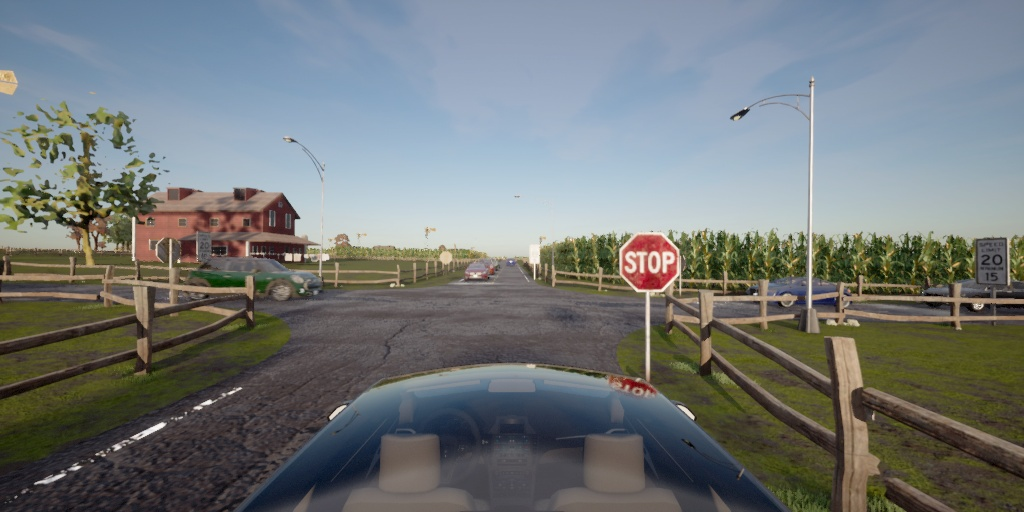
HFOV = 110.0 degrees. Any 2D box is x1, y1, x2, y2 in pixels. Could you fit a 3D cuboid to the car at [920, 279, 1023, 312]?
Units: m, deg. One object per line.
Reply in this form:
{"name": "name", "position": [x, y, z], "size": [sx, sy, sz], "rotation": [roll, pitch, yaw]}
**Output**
{"name": "car", "position": [22.495, 1.829, 17.048], "size": [4.892, 1.490, 1.837], "rotation": [1, -1, 0]}

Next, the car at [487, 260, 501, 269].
{"name": "car", "position": [-2.879, 1.368, 58.601], "size": [1.994, 1.385, 4.181], "rotation": [0, 0, 0]}

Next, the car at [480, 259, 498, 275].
{"name": "car", "position": [-2.920, 1.130, 39.058], "size": [2.097, 1.767, 4.553], "rotation": [0, 0, 0]}

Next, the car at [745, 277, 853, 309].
{"name": "car", "position": [13.571, 1.682, 17.107], "size": [4.181, 1.385, 1.994], "rotation": [1, -1, -2]}

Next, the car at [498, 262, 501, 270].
{"name": "car", "position": [-2.926, 1.143, 48.748], "size": [2.097, 1.767, 4.553], "rotation": [0, 0, 0]}

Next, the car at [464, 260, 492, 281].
{"name": "car", "position": [-2.875, 1.294, 30.019], "size": [1.812, 1.442, 4.674], "rotation": [0, 0, -1]}

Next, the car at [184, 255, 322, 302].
{"name": "car", "position": [-10.409, 0.878, 14.738], "size": [4.553, 1.767, 2.097], "rotation": [2, -1, -5]}
